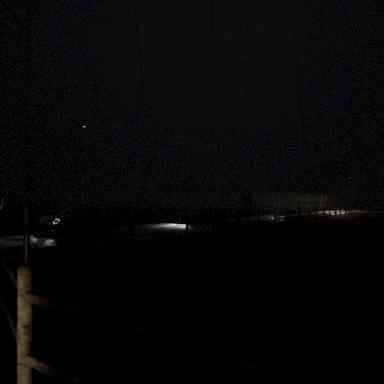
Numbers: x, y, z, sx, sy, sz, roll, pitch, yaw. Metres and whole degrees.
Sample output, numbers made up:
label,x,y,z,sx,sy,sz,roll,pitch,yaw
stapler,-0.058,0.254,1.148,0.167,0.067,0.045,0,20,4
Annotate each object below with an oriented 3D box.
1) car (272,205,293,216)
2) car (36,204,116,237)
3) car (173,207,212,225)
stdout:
label,x,y,z,sx,sy,sz,roll,pitch,yaw
car,13.225,2.599,48.376,2.128,1.511,4.902,1,-1,35
car,-6.859,1.616,19.964,2.097,1.767,4.553,1,-1,36
car,0.129,2.092,29.849,1.994,1.385,4.181,1,-1,35
